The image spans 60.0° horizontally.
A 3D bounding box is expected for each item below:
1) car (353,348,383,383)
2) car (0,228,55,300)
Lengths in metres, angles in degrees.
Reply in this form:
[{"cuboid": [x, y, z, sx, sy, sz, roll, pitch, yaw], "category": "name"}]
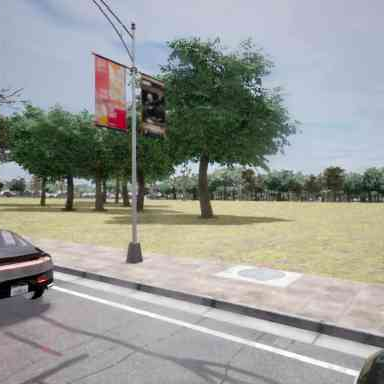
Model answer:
[{"cuboid": [3.298, 1.493, 1.322, 4.902, 1.511, 2.128, 0, 0, 36], "category": "car"}, {"cuboid": [-4.974, 1.515, 7.209, 4.902, 1.511, 2.128, 0, 0, 36], "category": "car"}]
